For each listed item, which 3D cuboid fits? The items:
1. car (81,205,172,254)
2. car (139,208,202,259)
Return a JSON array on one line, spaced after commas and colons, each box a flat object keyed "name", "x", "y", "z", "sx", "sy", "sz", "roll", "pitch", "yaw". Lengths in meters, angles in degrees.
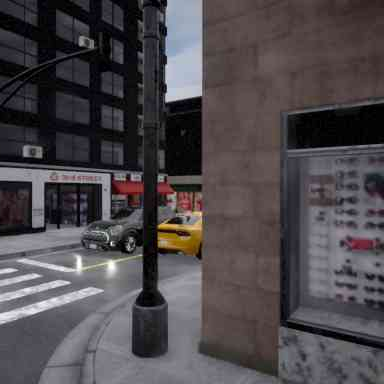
[{"name": "car", "x": -2.319, "y": 1.366, "z": 13.813, "sx": 2.097, "sy": 1.767, "sz": 4.553, "roll": 0, "pitch": 0, "yaw": 33}, {"name": "car", "x": 0.465, "y": 1.501, "z": 12.860, "sx": 1.882, "sy": 1.535, "sz": 5.008, "roll": 0, "pitch": 0, "yaw": 33}]
